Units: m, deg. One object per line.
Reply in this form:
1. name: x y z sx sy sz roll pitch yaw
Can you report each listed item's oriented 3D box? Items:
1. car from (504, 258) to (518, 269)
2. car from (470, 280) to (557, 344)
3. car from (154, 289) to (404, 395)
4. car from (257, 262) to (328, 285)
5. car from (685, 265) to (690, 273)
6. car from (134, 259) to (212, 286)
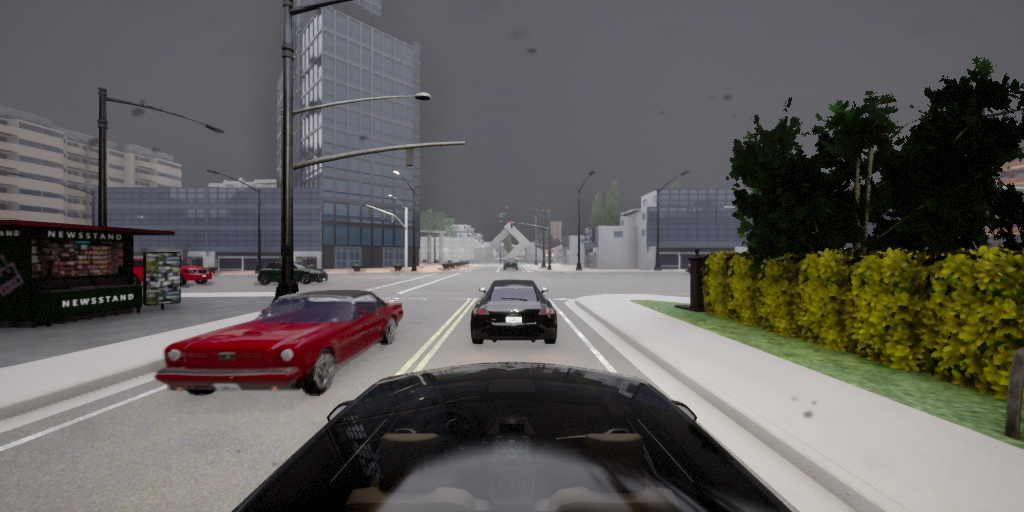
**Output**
1. car: -0.173 1.102 54.814 2.097 1.767 4.553 0 0 0
2. car: 0.045 1.314 9.583 1.994 1.385 4.181 0 0 0
3. car: -3.620 1.351 6.745 1.895 1.301 4.718 0 0 0
4. car: -16.495 1.210 27.168 4.553 1.767 2.097 -1 0 -1
5. car: 21.199 1.177 38.330 5.008 1.535 1.882 0 0 -1
6. car: -26.012 1.190 27.051 5.566 2.045 2.150 -1 0 -1
